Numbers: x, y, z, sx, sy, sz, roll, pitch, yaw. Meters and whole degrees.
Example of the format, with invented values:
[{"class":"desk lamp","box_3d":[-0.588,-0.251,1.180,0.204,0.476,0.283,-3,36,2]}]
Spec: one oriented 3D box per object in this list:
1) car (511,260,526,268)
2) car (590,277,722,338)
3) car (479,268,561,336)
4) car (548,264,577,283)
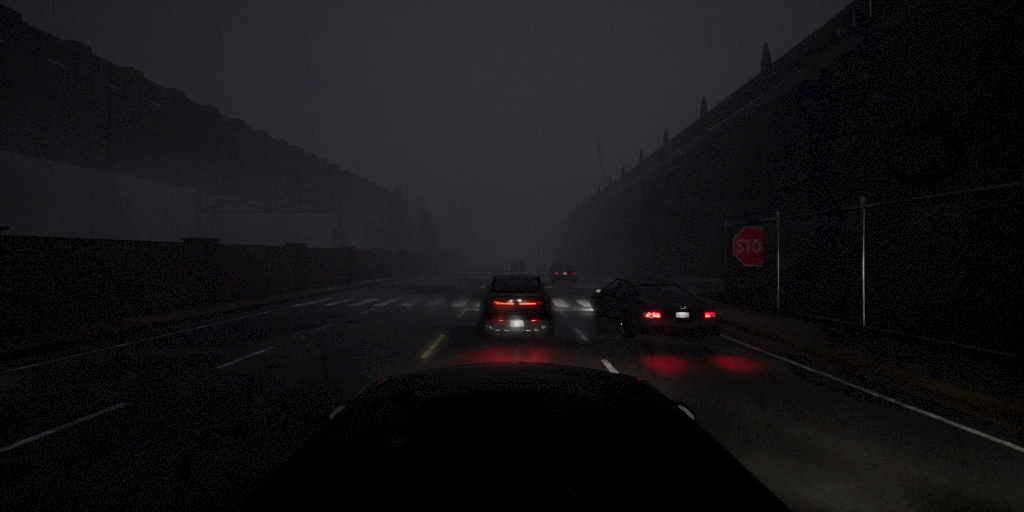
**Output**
[{"class":"car","box_3d":[0.861,1.228,45.612,1.882,1.535,5.008,0,0,1]},{"class":"car","box_3d":[3.624,1.297,10.120,2.033,1.411,5.357,0,0,0]},{"class":"car","box_3d":[0.122,1.255,10.374,1.837,1.490,4.892,0,0,0]},{"class":"car","box_3d":[3.902,1.298,28.132,2.033,1.411,5.357,0,0,2]}]
